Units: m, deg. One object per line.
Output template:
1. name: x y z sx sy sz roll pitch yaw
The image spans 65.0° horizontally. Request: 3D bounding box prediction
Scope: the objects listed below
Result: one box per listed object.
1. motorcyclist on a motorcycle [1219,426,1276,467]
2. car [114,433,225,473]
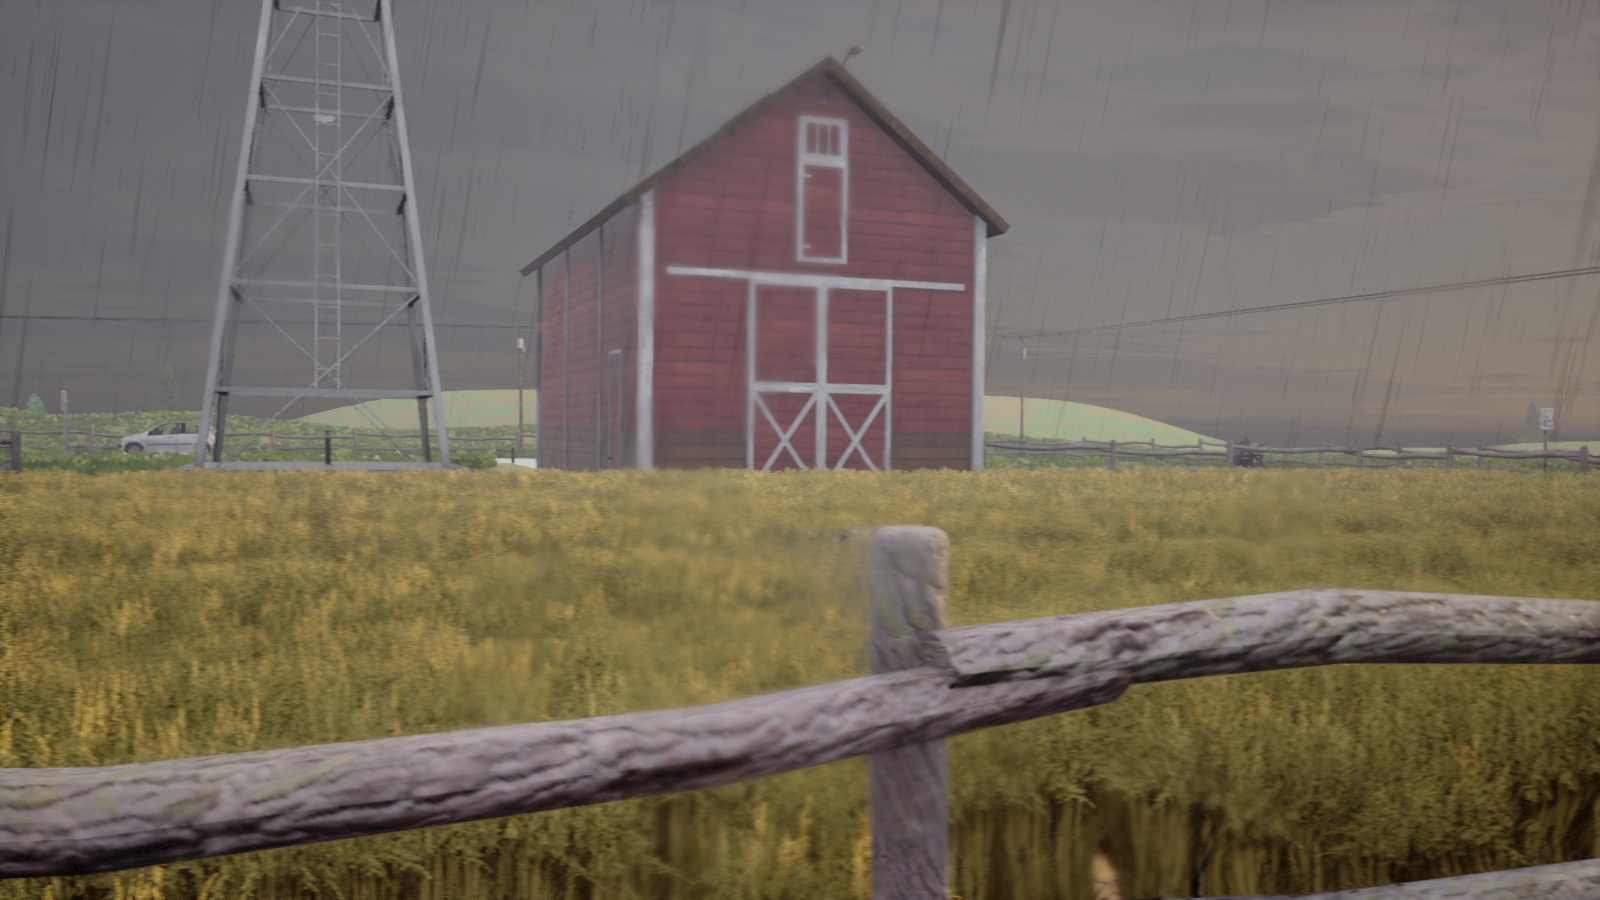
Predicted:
1. motorcyclist on a motorcycle: 17.077 -0.132 47.965 0.866 1.530 2.191 -1 1 -19
2. car: -27.330 0.105 54.523 3.988 1.617 1.851 -1 1 -15
